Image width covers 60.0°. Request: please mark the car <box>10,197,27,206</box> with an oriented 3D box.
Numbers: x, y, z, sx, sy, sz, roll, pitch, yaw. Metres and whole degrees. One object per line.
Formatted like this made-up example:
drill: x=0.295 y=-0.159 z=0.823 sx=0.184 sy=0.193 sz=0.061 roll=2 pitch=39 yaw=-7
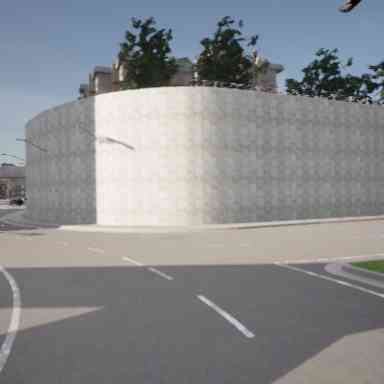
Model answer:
car: x=-34.359 y=1.939 z=65.447 sx=1.837 sy=1.490 sz=4.892 roll=-1 pitch=0 yaw=-18
